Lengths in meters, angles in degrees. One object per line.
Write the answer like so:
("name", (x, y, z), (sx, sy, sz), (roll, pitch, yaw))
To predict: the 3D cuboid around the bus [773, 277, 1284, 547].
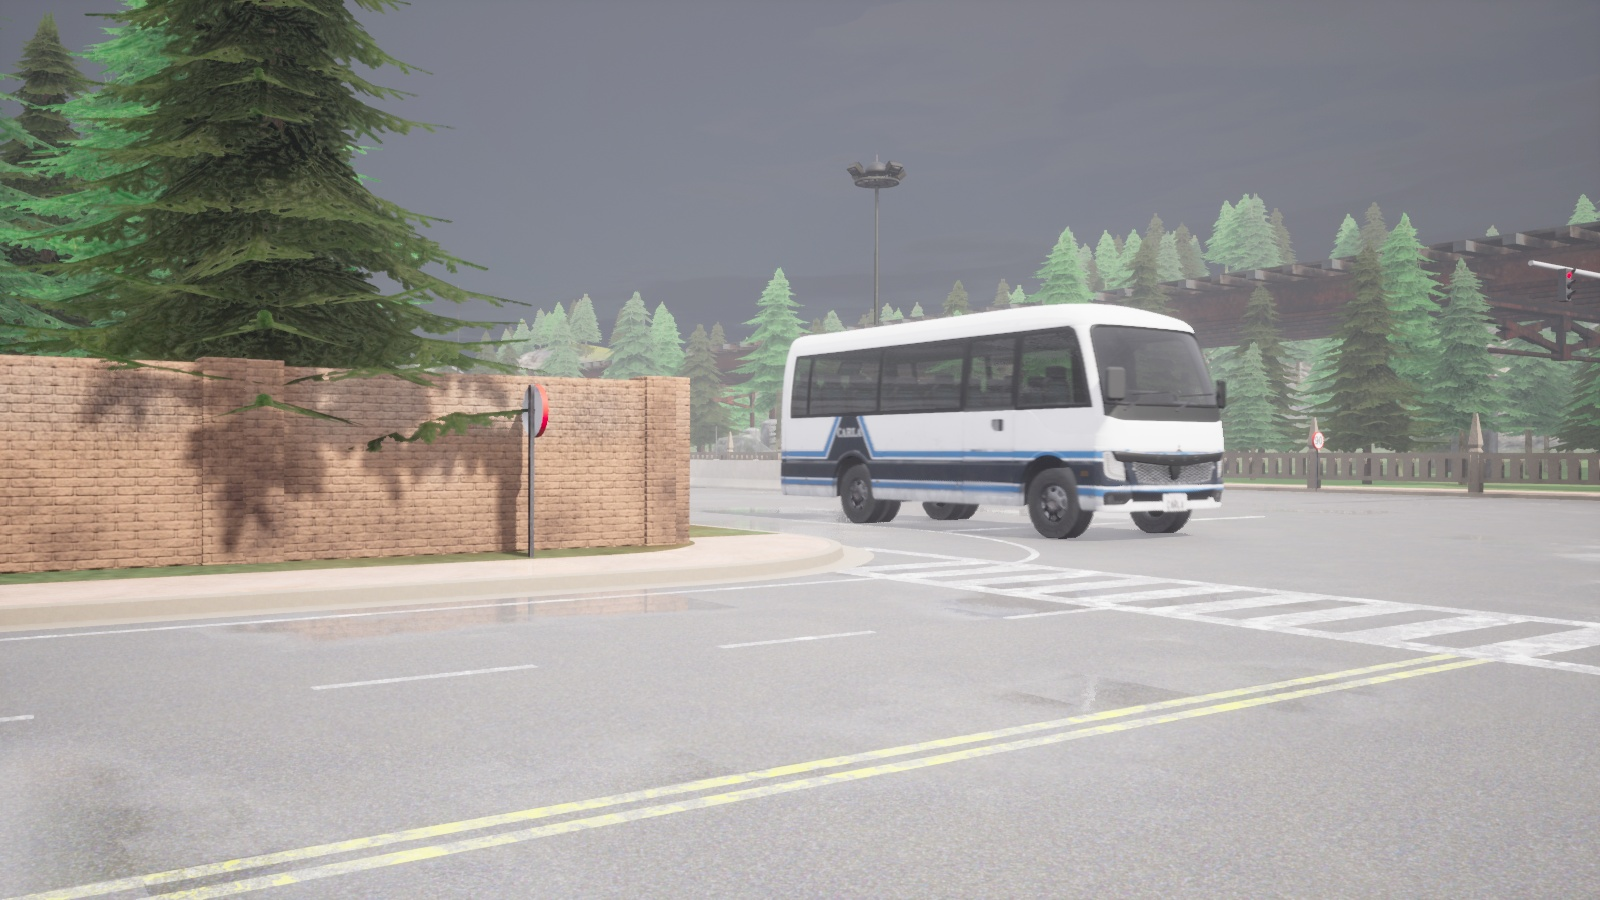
("bus", (3.930, -0.579, 25.089), (3.944, 4.253, 10.273), (0, 0, -35))
